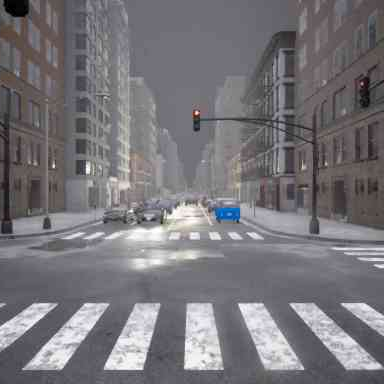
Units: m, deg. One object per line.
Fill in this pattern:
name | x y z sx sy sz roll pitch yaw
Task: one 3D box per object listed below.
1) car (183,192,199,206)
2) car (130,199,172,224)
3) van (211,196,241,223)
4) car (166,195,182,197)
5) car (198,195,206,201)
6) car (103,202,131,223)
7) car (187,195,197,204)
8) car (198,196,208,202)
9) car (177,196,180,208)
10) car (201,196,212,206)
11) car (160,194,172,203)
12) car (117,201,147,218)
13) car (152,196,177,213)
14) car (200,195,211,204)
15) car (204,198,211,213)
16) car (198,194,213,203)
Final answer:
car | -0.079 1.340 55.023 2.097 1.767 4.553 0 0 0
car | -2.872 1.490 24.459 2.128 1.511 4.902 0 0 -1
van | 2.601 1.340 24.927 1.690 1.788 3.998 0 0 0
car | -2.882 1.554 53.150 1.994 1.385 4.181 0 0 1
car | 2.513 1.530 87.421 1.947 1.339 4.313 0 0 0
car | -5.424 1.549 24.907 2.008 1.369 4.403 0 0 0
car | -0.093 1.459 65.055 1.882 1.535 5.008 0 0 0
car | 2.529 1.524 76.059 2.008 1.369 4.403 0 0 0
car | -2.909 1.560 43.127 1.994 1.385 4.181 0 0 0
car | 2.569 1.576 47.653 1.802 1.307 4.206 0 0 0
car | -5.488 1.292 70.362 2.192 1.841 5.009 0 0 0
car | -5.432 1.543 30.589 1.887 1.381 4.507 0 0 0
car | -2.899 1.476 33.902 1.882 1.535 5.008 0 0 0
car | 2.545 1.421 64.696 1.967 1.590 4.097 0 0 0
car | 2.585 1.580 36.290 1.802 1.307 4.206 0 0 0
car | 2.561 1.305 53.334 2.192 1.841 5.009 0 0 0
